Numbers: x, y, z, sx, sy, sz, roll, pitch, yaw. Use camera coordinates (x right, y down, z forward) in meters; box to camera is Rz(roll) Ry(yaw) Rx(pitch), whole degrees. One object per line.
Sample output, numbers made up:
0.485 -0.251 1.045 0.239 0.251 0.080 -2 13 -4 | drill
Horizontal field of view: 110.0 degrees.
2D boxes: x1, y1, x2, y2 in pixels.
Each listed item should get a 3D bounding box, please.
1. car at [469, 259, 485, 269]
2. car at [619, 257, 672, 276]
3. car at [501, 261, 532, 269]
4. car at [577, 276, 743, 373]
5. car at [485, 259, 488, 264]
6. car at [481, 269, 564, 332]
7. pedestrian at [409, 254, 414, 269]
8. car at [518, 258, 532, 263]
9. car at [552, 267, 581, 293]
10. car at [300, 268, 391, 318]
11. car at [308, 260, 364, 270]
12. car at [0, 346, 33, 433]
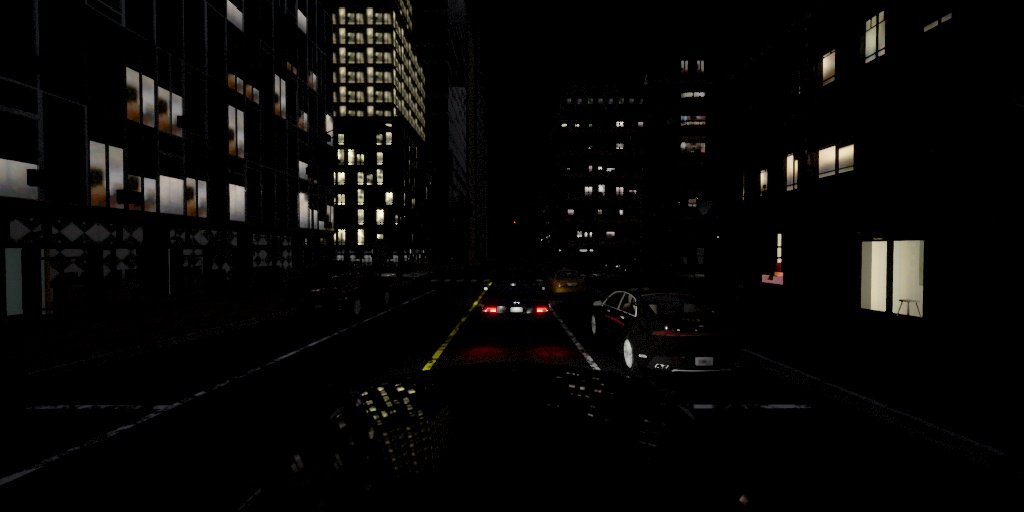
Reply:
-5.793 1.263 56.466 1.751 1.417 4.829 0 0 0 | car
14.665 1.076 39.276 5.566 2.045 2.150 1 1 1 | car
0.057 1.249 21.267 1.837 1.490 4.892 0 0 0 | car
2.807 1.299 7.407 2.007 1.370 4.403 0 0 0 | car
-5.803 1.303 62.290 1.948 1.339 4.313 0 0 0 | car
0.085 1.295 10.845 2.033 1.411 5.357 0 0 0 | car
-12.629 0.669 45.140 0.375 1.860 0.375 0 0 1 | pedestrian
2.577 1.288 62.305 2.007 1.370 4.403 0 0 0 | car
2.786 1.271 18.866 1.751 1.417 4.829 0 0 0 | car
-5.843 1.292 13.094 1.888 1.381 4.507 0 0 0 | car
-17.646 1.108 36.476 5.008 1.535 1.882 0 1 -1 | car
-5.796 1.300 1.804 2.007 1.370 4.403 0 0 0 | car
